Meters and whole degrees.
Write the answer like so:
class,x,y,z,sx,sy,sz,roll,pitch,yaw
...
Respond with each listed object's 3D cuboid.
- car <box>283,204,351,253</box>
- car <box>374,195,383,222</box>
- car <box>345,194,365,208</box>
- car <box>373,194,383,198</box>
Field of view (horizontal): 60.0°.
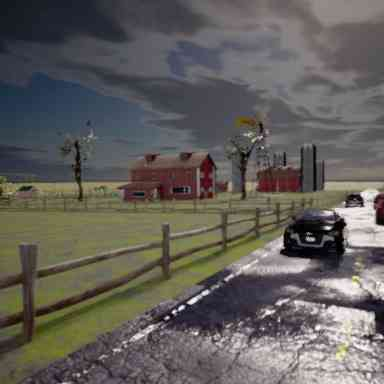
class,x,y,z,sx,sy,sz,roll,pitch,yaw
car,4.896,1.360,12.852,1.994,1.385,4.181,0,1,28
car,13.085,1.169,21.794,1.812,1.442,4.674,0,1,29
car,18.484,0.932,37.688,1.812,1.442,4.674,0,1,28
car,20.596,0.904,35.642,1.882,1.535,5.008,0,1,29
